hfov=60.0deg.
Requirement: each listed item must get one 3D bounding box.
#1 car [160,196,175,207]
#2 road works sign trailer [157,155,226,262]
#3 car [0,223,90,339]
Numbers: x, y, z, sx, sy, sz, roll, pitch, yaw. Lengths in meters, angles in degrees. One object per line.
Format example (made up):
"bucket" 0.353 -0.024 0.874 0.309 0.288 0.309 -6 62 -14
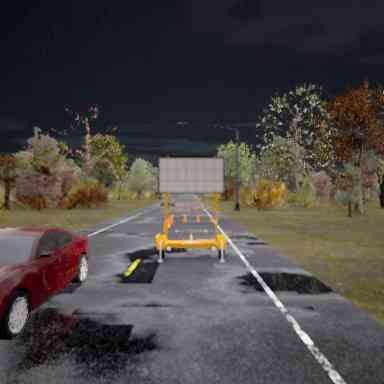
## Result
"car" -3.670 1.351 50.877 2.097 1.767 4.553 0 0 0
"road works sign trailer" -0.021 0.463 12.097 2.380 3.560 2.880 0 0 0
"car" -3.611 1.477 6.762 1.882 1.535 5.008 0 0 0
